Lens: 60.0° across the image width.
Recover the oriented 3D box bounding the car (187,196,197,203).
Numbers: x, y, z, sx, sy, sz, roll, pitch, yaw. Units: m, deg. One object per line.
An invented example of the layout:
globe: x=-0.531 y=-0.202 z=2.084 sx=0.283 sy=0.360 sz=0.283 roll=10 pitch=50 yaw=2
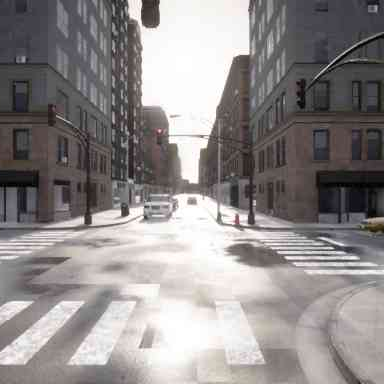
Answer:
car: x=-0.005 y=1.571 z=70.069 sx=1.895 sy=1.301 sz=4.718 roll=0 pitch=0 yaw=0

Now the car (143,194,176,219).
car: x=-2.894 y=1.218 z=29.207 sx=2.150 sy=2.045 sz=5.566 roll=0 pitch=0 yaw=0

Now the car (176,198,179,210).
car: x=-2.904 y=1.345 z=39.472 sx=2.097 sy=1.767 sz=4.553 roll=0 pitch=0 yaw=0

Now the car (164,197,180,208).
car: x=-2.919 y=1.534 z=49.754 sx=2.033 sy=1.411 sz=5.357 roll=0 pitch=0 yaw=0

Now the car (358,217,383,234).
car: x=11.606 y=1.555 z=17.912 sx=4.829 sy=1.417 sz=1.752 roll=0 pitch=0 yaw=0

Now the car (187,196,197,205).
car: x=0.004 y=1.527 z=59.391 sx=2.033 sy=1.411 sz=5.357 roll=0 pitch=0 yaw=0
